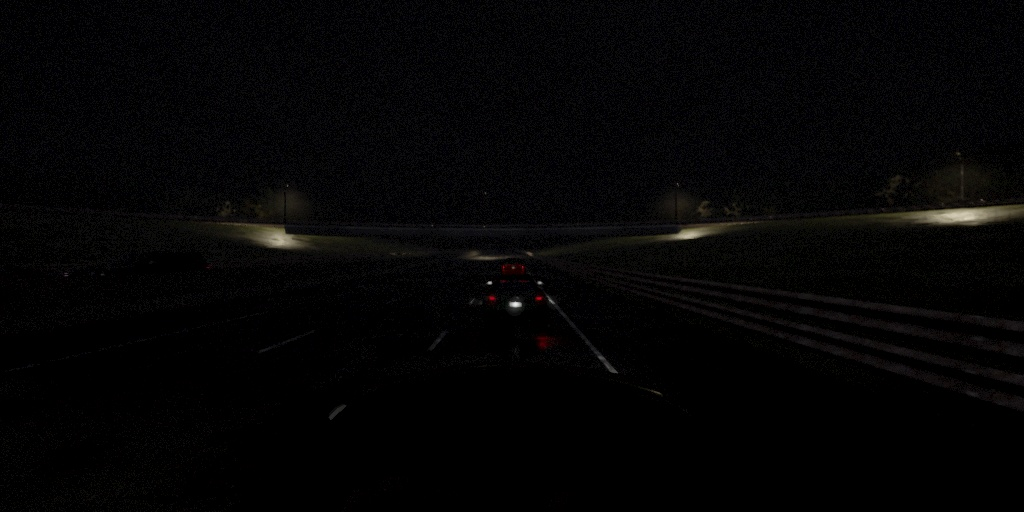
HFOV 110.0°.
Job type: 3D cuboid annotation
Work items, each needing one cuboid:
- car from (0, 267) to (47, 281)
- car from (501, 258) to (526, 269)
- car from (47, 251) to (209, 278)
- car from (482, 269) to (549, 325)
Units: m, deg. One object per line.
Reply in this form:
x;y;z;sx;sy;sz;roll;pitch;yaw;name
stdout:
-20.993;1.313;17.197;1.994;1.385;4.181;0;0;0;car
0.112;0.937;31.718;2.097;1.767;4.553;0;1;0;car
-17.493;0.769;17.168;2.150;2.045;5.566;0;0;0;car
0.104;1.311;11.871;1.994;1.385;4.181;0;0;0;car
